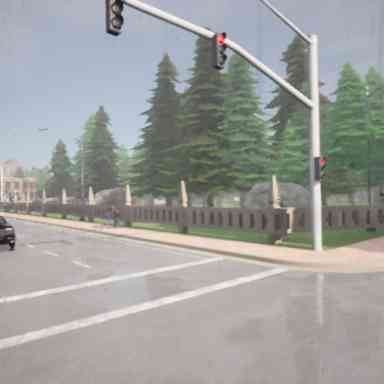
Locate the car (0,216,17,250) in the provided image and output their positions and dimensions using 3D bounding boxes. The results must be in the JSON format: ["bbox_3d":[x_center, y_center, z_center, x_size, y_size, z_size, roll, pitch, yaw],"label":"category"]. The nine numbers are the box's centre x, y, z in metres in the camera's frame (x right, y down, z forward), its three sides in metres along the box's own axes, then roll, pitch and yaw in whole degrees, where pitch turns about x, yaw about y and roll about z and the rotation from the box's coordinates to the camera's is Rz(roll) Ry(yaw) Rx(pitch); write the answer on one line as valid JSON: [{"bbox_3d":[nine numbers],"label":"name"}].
[{"bbox_3d":[-9.410,1.801,15.098,2.128,1.511,4.902,-1,0,-40],"label":"car"}]

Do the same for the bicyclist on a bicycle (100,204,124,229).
[{"bbox_3d":[-5.120,1.560,21.345,1.656,1.620,0.582,-1,0,-41],"label":"bicyclist on a bicycle"}]
